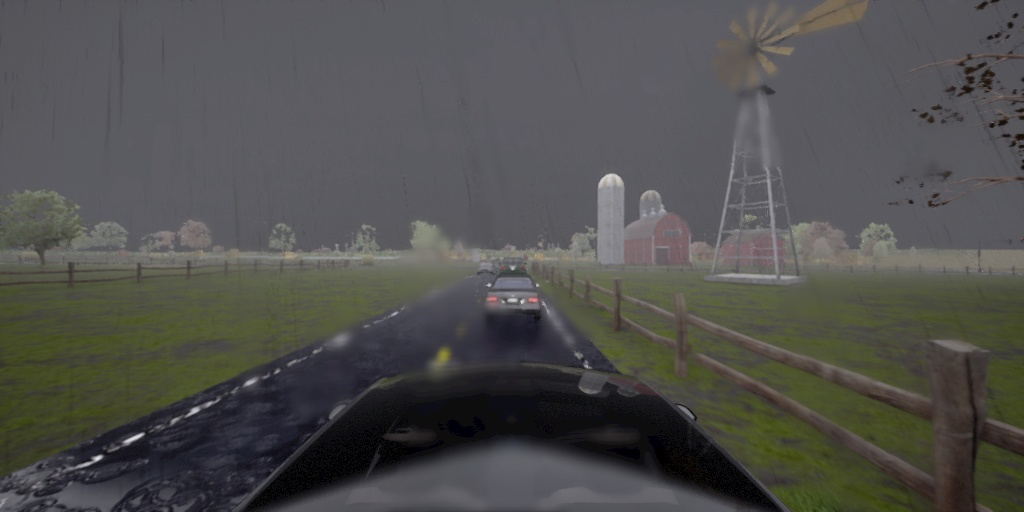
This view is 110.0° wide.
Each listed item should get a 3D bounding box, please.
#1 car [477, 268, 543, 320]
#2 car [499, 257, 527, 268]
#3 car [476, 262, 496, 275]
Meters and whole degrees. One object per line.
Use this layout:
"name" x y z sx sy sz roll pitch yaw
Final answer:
"car" 0.063 1.342 12.815 2.033 1.411 5.357 0 0 0
"car" 0.077 1.079 30.540 2.150 2.045 5.566 0 0 0
"car" -2.841 1.395 39.861 1.837 1.490 4.892 0 0 0
